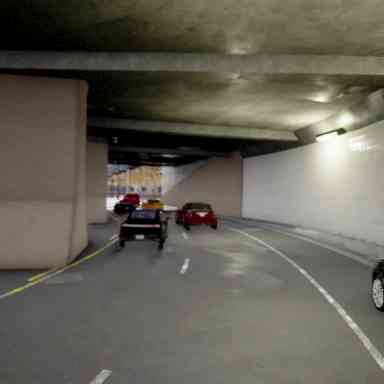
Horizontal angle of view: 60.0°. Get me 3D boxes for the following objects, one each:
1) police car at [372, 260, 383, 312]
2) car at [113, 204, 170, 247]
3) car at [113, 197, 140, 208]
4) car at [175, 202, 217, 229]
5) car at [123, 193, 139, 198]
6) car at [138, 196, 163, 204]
[{"bbox_3d":[4.346,1.539,4.970,1.930,1.638,5.238,1,0,10],"label":"police car"},{"bbox_3d":[-2.082,1.518,15.152,2.128,1.511,4.902,1,0,-2],"label":"car"},{"bbox_3d":[-7.154,1.577,35.215,1.994,1.385,4.181,1,0,-19],"label":"car"},{"bbox_3d":[0.177,1.459,22.600,2.097,1.767,4.553,1,0,-12],"label":"car"},{"bbox_3d":[-9.609,1.258,52.928,2.150,2.045,5.566,1,-1,-19],"label":"car"},{"bbox_3d":[-4.702,1.560,38.878,1.882,1.535,5.008,1,-1,-19],"label":"car"}]
